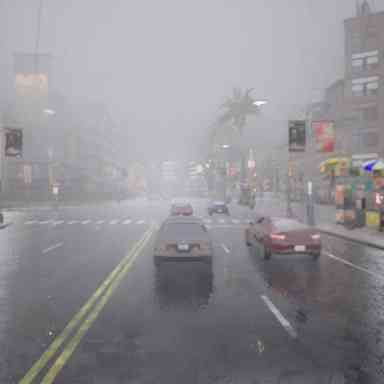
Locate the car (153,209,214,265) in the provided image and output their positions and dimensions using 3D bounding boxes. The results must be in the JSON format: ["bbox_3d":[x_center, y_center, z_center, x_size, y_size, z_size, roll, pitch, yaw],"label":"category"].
[{"bbox_3d":[-0.306,1.550,11.599,2.033,1.411,5.357,0,0,-2],"label":"car"}]

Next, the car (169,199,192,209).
[{"bbox_3d":[-0.953,1.609,29.885,1.895,1.301,4.718,0,0,-2],"label":"car"}]

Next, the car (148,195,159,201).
[{"bbox_3d":[-9.890,1.563,82.603,1.812,1.442,4.674,0,0,-2],"label":"car"}]

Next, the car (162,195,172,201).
[{"bbox_3d":[-6.408,1.508,83.192,1.882,1.535,5.008,0,0,-2],"label":"car"}]

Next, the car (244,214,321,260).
[{"bbox_3d":[3.174,1.520,12.288,1.812,1.442,4.674,0,0,-2],"label":"car"}]

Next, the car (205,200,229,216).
[{"bbox_3d":[2.475,1.525,32.640,1.812,1.442,4.674,0,0,-2],"label":"car"}]
